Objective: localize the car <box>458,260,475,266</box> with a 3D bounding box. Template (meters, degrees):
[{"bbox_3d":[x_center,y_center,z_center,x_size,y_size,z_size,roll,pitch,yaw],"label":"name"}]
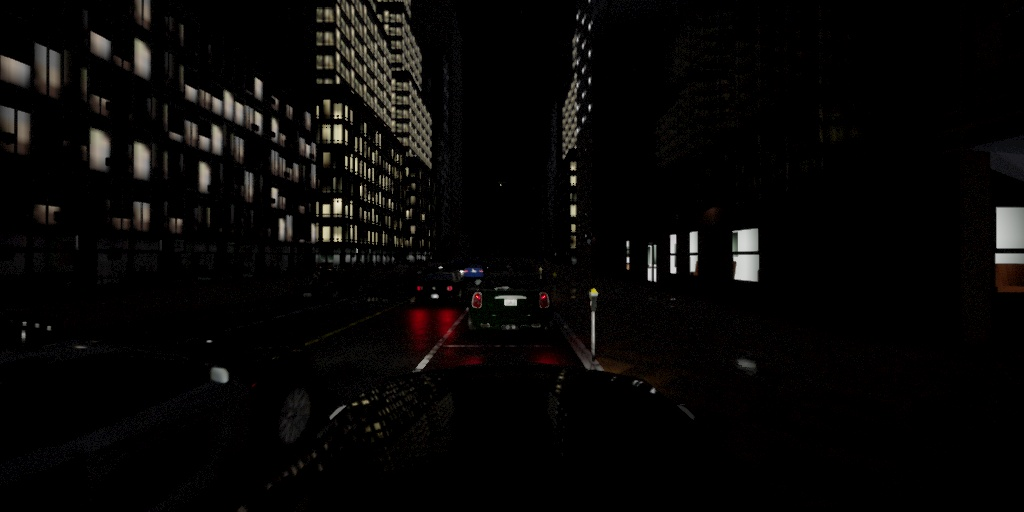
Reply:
[{"bbox_3d":[-3.144,1.288,31.782,2.033,1.411,5.357,0,0,0],"label":"car"}]

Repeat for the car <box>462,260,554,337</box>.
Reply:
[{"bbox_3d":[-0.032,1.102,10.469,2.097,1.767,4.553,0,0,0],"label":"car"}]

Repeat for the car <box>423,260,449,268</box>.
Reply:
[{"bbox_3d":[-8.836,1.286,40.419,2.007,1.370,4.403,0,0,0],"label":"car"}]

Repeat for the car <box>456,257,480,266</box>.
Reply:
[{"bbox_3d":[-6.147,1.276,50.543,2.033,1.411,5.357,0,0,0],"label":"car"}]

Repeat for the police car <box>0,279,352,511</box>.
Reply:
[{"bbox_3d":[-3.146,1.175,2.176,1.930,1.638,5.238,0,0,0],"label":"police car"}]

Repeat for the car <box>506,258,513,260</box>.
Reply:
[{"bbox_3d":[-0.455,1.298,46.099,1.948,1.339,4.313,0,0,0],"label":"car"}]

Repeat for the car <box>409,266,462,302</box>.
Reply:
[{"bbox_3d":[-3.143,1.349,16.900,1.895,1.301,4.718,0,0,0],"label":"car"}]

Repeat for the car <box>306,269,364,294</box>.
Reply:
[{"bbox_3d":[-8.836,1.313,17.650,1.948,1.339,4.313,0,0,0],"label":"car"}]

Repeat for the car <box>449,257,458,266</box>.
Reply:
[{"bbox_3d":[-8.836,1.273,51.803,1.888,1.381,4.507,0,0,0],"label":"car"}]

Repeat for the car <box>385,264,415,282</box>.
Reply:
[{"bbox_3d":[-8.835,1.324,29.033,1.802,1.307,4.207,0,0,0],"label":"car"}]
